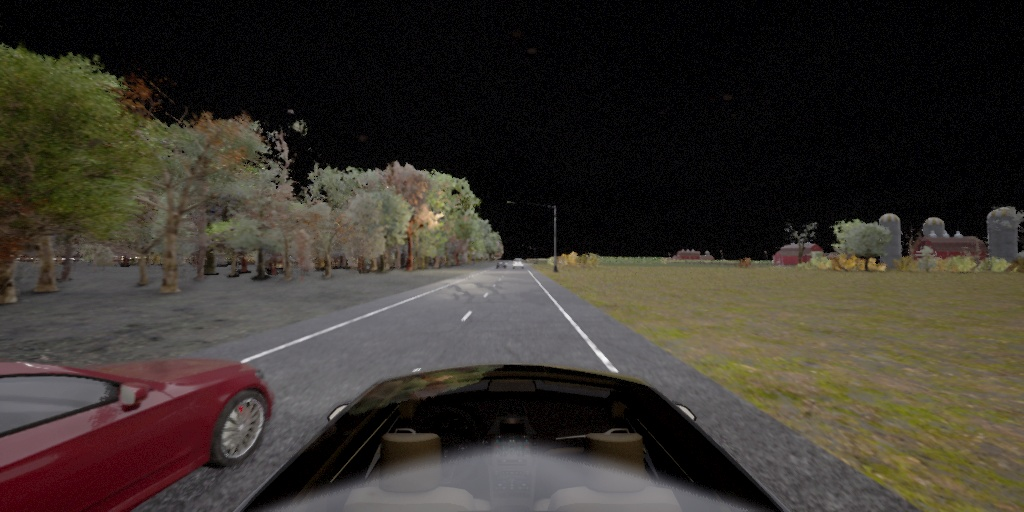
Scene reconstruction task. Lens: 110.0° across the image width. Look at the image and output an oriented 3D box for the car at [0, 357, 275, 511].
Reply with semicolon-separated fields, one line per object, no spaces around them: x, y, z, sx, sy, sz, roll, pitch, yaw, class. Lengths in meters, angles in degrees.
-3.516;1.268;1.944;1.812;1.442;4.674;0;-1;1;car
